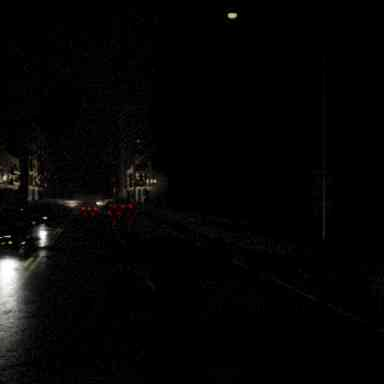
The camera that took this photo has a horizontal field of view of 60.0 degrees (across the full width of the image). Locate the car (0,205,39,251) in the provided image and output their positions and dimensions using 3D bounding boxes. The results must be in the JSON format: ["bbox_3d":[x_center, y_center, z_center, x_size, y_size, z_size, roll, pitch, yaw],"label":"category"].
[{"bbox_3d":[-7.887,1.512,13.861,1.837,1.490,4.892,1,0,-17],"label":"car"}]

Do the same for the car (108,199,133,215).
[{"bbox_3d":[-7.562,1.514,35.622,2.097,1.767,4.553,1,0,-16],"label":"car"}]

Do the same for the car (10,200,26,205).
[{"bbox_3d":[-16.669,1.525,31.760,1.837,1.490,4.892,1,0,-16],"label":"car"}]

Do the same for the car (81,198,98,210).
[{"bbox_3d":[-13.952,1.637,45.378,2.128,1.511,4.902,1,0,-17],"label":"car"}]

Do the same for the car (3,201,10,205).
[{"bbox_3d":[-13.693,1.516,21.814,1.812,1.442,4.674,1,0,-16],"label":"car"}]

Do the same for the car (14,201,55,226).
[{"bbox_3d":[-10.911,1.587,23.827,2.033,1.411,5.357,1,0,-17],"label":"car"}]

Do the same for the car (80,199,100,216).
[{"bbox_3d":[-10.670,1.664,34.712,2.033,1.411,5.357,1,0,-16],"label":"car"}]
